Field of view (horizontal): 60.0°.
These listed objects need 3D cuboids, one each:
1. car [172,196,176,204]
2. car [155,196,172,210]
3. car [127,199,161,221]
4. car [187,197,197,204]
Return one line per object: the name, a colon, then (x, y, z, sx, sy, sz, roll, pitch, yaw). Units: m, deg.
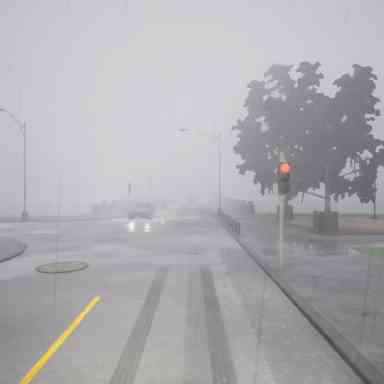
car: (-4.036, 1.477, 63.101, 1.882, 1.535, 5.008, 0, 0, 0)
car: (-4.089, 1.490, 42.677, 2.128, 1.511, 4.902, 0, 0, 0)
car: (-4.093, 1.547, 27.831, 2.033, 1.411, 5.357, 0, 0, 0)
car: (0.016, 1.547, 61.723, 2.033, 1.411, 5.357, 0, 0, 0)
